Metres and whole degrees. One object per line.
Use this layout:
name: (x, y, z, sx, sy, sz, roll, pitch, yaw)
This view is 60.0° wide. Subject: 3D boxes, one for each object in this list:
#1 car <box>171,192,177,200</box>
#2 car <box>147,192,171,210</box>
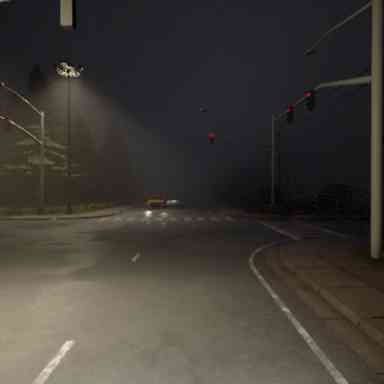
car: (-3.805, 0.668, 61.701, 2.128, 1.511, 4.902, 0, 1, 0)
car: (-3.676, 1.042, 35.720, 1.882, 1.535, 5.008, 0, 1, 0)
